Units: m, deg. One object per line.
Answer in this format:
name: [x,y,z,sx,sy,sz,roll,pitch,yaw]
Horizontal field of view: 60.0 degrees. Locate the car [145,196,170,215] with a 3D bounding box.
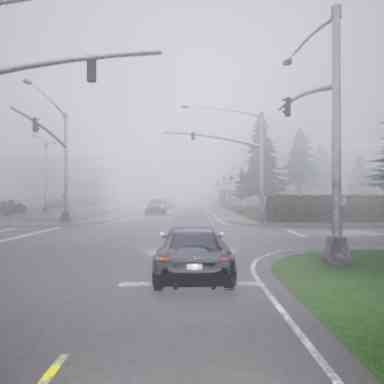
car: [-3.801,1.495,35.721,2.097,1.767,4.553,0,0,0]

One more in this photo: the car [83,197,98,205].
car: [-17.791,1.610,58.312,1.845,1.501,3.633,0,0,0]

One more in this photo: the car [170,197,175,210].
car: [-3.850,1.747,45.613,1.994,1.385,4.181,0,0,0]

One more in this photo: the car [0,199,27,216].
car: [-17.885,1.472,32.278,2.007,1.523,4.514,0,0,0]

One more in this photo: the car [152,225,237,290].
car: [0.009,1.601,9.219,1.994,1.385,4.181,0,0,-1]

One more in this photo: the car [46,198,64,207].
car: [-20.801,1.592,50.903,1.970,1.475,3.806,0,0,0]
